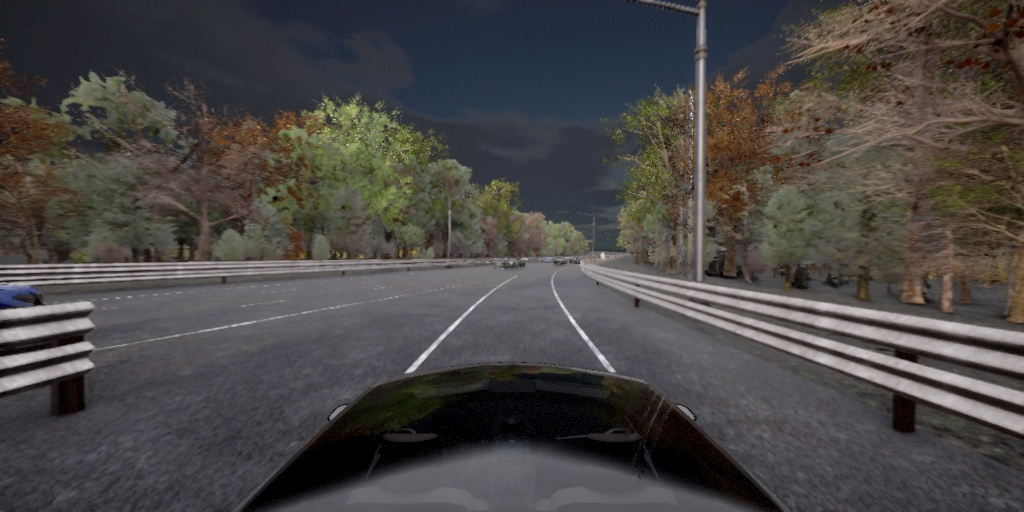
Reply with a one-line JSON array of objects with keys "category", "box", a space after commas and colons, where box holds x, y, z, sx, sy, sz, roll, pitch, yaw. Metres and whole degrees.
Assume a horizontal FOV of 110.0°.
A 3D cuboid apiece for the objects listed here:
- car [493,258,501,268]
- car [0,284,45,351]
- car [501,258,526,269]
[{"category": "car", "box": [-1.485, 1.104, 58.034, 2.128, 1.511, 4.902, 1, 0, 18]}, {"category": "car", "box": [-11.175, 0.897, 5.235, 2.150, 2.045, 5.566, 1, 0, 18]}, {"category": "car", "box": [0.543, 1.017, 52.907, 2.097, 1.767, 4.553, 1, 0, 18]}]
